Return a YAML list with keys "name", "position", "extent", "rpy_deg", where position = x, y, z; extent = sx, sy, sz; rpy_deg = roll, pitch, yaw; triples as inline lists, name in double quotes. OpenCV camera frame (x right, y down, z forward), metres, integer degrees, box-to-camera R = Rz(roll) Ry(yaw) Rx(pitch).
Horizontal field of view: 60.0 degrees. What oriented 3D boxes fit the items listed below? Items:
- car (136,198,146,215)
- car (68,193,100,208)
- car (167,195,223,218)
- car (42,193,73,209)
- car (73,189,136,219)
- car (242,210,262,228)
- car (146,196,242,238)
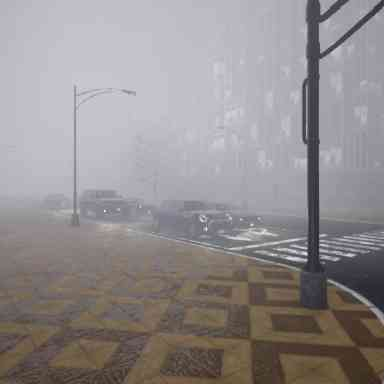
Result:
- name: "car"
  position: [-4.716, 1.156, 27.667]
  extent: [1.895, 1.301, 4.718]
  rpy_deg: [0, 1, -38]
- name: "car"
  position: [-12.099, 0.900, 37.070]
  extent: [1.994, 1.385, 4.181]
  rpy_deg: [0, 1, -38]
- name: "car"
  position: [0.128, 1.092, 27.095]
  extent: [1.882, 1.535, 5.008]
  rpy_deg: [0, 1, -38]
- name: "car"
  position: [-13.955, 0.853, 34.162]
  extent: [2.128, 1.511, 4.902]
  rpy_deg: [0, 1, -38]
- name: "car"
  position: [-6.681, 0.798, 24.918]
  extent: [2.150, 2.045, 5.566]
  rpy_deg: [0, 1, -38]
- name: "car"
  position: [1.613, 1.289, 19.706]
  extent: [2.033, 1.411, 5.357]
  rpy_deg: [0, 1, -36]
- name: "car"
  position: [-0.048, 1.124, 16.512]
  extent: [2.097, 1.767, 4.553]
  rpy_deg: [0, 1, -38]
